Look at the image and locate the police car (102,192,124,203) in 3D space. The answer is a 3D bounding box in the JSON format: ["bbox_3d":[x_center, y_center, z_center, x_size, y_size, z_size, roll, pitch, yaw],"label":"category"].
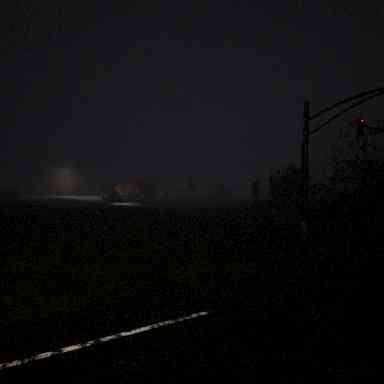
[{"bbox_3d":[-11.832,0.822,49.771,2.038,1.542,4.974,1,0,-32],"label":"police car"}]
